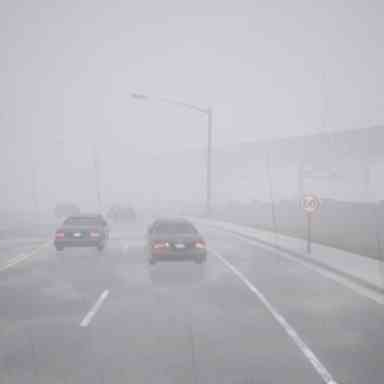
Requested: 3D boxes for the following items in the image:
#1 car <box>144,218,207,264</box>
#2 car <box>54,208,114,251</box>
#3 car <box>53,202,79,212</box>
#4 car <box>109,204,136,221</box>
[{"bbox_3d":[-0.748,1.678,12.394,2.033,1.411,5.357,1,-1,-9],"label":"car"},{"bbox_3d":[-4.711,1.643,14.691,2.033,1.411,5.357,1,-1,-11],"label":"car"},{"bbox_3d":[-13.225,1.755,35.073,1.812,1.442,4.674,1,-1,-33],"label":"car"},{"bbox_3d":[-6.389,1.772,30.099,1.812,1.442,4.674,1,-1,-25],"label":"car"}]
